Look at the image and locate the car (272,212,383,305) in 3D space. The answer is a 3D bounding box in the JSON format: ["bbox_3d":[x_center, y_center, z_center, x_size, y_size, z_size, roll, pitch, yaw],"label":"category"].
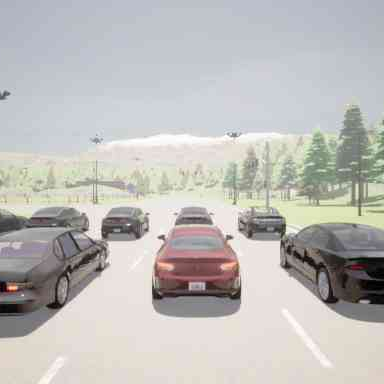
[{"bbox_3d":[3.599,1.478,8.187,1.882,1.535,5.008,0,0,0],"label":"car"}]

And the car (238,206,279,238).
[{"bbox_3d":[3.595,1.492,17.678,2.128,1.511,4.902,0,0,0],"label":"car"}]

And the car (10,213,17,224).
[{"bbox_3d":[-10.406,1.547,17.035,2.033,1.411,5.357,0,0,0],"label":"car"}]

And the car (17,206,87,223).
[{"bbox_3d":[-6.906,1.505,17.535,1.837,1.490,4.892,0,0,0],"label":"car"}]

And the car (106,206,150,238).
[{"bbox_3d":[-3.406,1.505,17.524,1.837,1.490,4.892,0,0,0],"label":"car"}]

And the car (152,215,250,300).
[{"bbox_3d":[0.095,1.526,8.278,1.812,1.442,4.674,0,0,0],"label":"car"}]

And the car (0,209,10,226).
[{"bbox_3d":[-6.907,1.221,7.695,2.150,2.045,5.566,0,0,0],"label":"car"}]

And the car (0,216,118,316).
[{"bbox_3d":[-3.405,1.547,7.782,2.033,1.411,5.357,0,0,0],"label":"car"}]

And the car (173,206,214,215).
[{"bbox_3d":[0.094,1.505,17.523,1.837,1.490,4.892,0,0,0],"label":"car"}]
